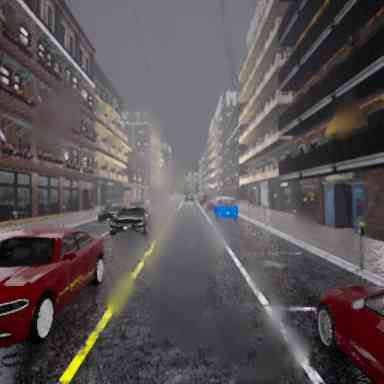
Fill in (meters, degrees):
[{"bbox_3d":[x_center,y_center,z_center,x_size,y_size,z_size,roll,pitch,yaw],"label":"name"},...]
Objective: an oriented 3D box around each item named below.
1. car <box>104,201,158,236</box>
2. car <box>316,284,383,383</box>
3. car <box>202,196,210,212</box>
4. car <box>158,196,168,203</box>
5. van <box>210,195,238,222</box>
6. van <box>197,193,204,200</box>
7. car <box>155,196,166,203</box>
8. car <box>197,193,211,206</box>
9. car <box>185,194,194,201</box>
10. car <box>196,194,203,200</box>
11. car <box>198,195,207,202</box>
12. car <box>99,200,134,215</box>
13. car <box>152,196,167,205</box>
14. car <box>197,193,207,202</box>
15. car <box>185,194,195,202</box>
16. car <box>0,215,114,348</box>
[{"bbox_3d":[-3.205,1.484,18.408,1.837,1.490,4.892,0,0,0],"label":"car"},{"bbox_3d":[2.686,1.565,3.293,1.802,1.307,4.206,1,0,0],"label":"car"},{"bbox_3d":[2.453,1.469,36.719,1.887,1.381,4.507,1,0,0],"label":"car"},{"bbox_3d":[-6.161,1.483,70.126,1.802,1.307,4.206,1,0,0],"label":"car"},{"bbox_3d":[2.532,1.285,25.578,1.690,1.788,3.998,1,0,0],"label":"van"},{"bbox_3d":[2.106,1.181,86.857,1.690,1.788,3.998,1,0,0],"label":"van"},{"bbox_3d":[-6.122,1.492,64.555,1.802,1.307,4.206,1,0,0],"label":"car"},{"bbox_3d":[2.338,1.210,53.432,2.192,1.841,5.009,1,0,0],"label":"car"},{"bbox_3d":[-0.553,1.314,80.383,2.033,1.411,5.357,0,0,0],"label":"car"},{"bbox_3d":[2.064,1.381,92.429,2.008,1.369,4.403,1,0,0],"label":"car"},{"bbox_3d":[2.219,1.392,70.314,1.752,1.417,4.829,1,0,0],"label":"car"},{"bbox_3d":[-5.849,1.544,25.559,1.947,1.339,4.313,1,0,0],"label":"car"},{"bbox_3d":[-6.083,1.465,58.985,1.887,1.381,4.507,1,0,0],"label":"car"},{"bbox_3d":[2.183,1.173,75.716,2.192,1.841,5.009,1,0,0],"label":"car"},{"bbox_3d":[-0.483,1.230,70.307,2.097,1.767,4.553,0,0,0],"label":"car"},{"bbox_3d":[-3.139,1.478,6.627,1.882,1.535,5.008,0,0,0],"label":"car"}]
